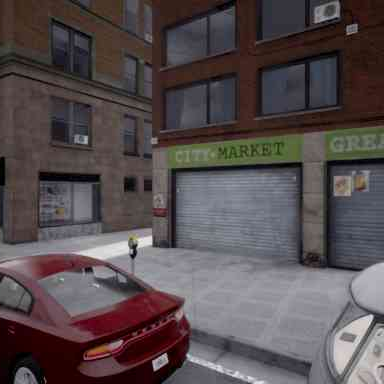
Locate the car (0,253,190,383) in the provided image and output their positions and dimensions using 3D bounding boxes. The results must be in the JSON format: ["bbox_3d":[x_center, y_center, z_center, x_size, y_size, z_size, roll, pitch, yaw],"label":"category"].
[{"bbox_3d":[-2.127,1.544,4.592,4.507,1.381,1.887,0,0,35],"label":"car"}]

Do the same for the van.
[{"bbox_3d":[2.482,1.341,1.306,3.998,1.788,1.690,0,0,35],"label":"van"}]
